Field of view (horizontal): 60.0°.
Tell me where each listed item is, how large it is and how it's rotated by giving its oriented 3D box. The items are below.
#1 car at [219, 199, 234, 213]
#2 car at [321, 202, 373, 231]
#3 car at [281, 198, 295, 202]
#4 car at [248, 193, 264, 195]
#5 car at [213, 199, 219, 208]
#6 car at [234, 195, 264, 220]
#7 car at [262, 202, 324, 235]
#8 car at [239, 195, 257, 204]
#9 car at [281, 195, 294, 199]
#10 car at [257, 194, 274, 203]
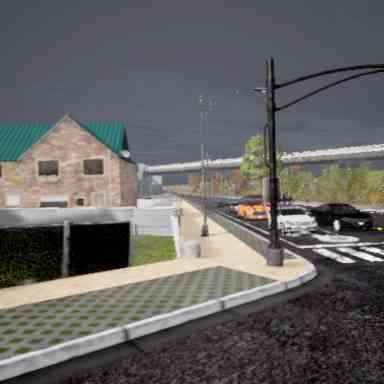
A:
[{"bbox_3d":[4.841,1.558,38.411,2.128,1.511,4.902,-2,0,-3],"label":"car"},{"bbox_3d":[9.054,1.434,20.559,1.882,1.535,5.008,-2,0,-3],"label":"car"},{"bbox_3d":[8.553,1.554,29.877,1.895,1.301,4.718,-2,0,-3],"label":"car"},{"bbox_3d":[7.998,1.174,40.401,2.150,2.045,5.566,-2,0,-2],"label":"car"},{"bbox_3d":[4.275,1.669,49.408,1.895,1.301,4.718,-2,0,-3],"label":"car"},{"bbox_3d":[5.341,1.420,28.886,2.097,1.767,4.553,-2,0,-3],"label":"car"},{"bbox_3d":[5.835,1.596,19.856,1.812,1.442,4.674,-2,0,-1],"label":"car"},{"bbox_3d":[10.208,1.393,60.792,2.033,1.411,5.357,-2,0,-3],"label":"car"},{"bbox_3d":[14.017,1.217,50.556,2.128,1.511,4.902,-2,0,-3],"label":"car"},{"bbox_3d":[13.450,1.237,60.968,1.837,1.490,4.892,-2,0,-3],"label":"car"}]
